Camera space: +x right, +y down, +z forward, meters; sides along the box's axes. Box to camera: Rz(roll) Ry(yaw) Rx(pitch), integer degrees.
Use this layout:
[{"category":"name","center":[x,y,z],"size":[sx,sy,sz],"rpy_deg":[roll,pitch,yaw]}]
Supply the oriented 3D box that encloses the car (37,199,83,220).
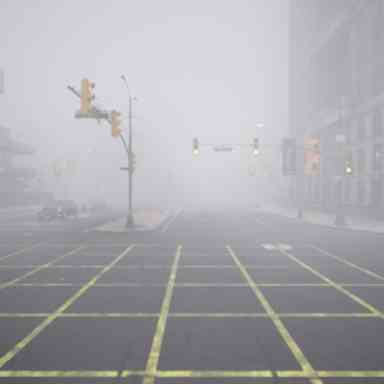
[{"category":"car","center":[-11.489,1.414,28.809],"size":[2.097,1.767,4.553],"rpy_deg":[0,0,0]}]

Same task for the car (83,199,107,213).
[{"category":"car","center":[-11.412,1.577,39.101],"size":[2.128,1.511,4.902],"rpy_deg":[0,0,1]}]
